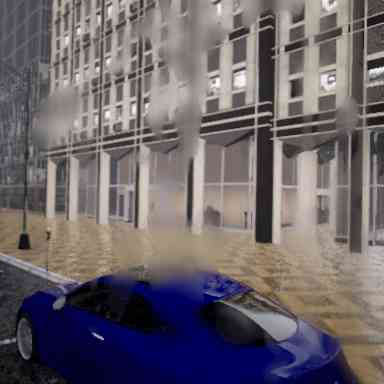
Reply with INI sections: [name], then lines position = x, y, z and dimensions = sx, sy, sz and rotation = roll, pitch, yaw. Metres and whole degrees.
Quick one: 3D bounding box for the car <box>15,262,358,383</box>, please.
[car]
position = -0.530, 1.625, 4.095
dimensions = 4.674, 1.442, 1.812
rotation = 0, -2, 44
